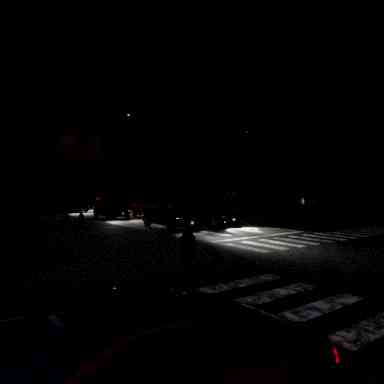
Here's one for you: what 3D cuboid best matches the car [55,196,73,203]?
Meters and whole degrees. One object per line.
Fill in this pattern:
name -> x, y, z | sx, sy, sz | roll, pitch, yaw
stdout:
car -> -25.030, 1.439, 65.087 | 2.033, 1.411, 5.357 | 0, 0, -36

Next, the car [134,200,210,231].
car -> -1.415, 1.469, 20.695 | 2.128, 1.511, 4.902 | 0, 0, -36

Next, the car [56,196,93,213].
car -> -13.120, 1.494, 37.003 | 2.033, 1.411, 5.357 | 0, 0, -36

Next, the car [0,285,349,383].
car -> -0.675, 1.564, 2.564 | 4.181, 1.385, 1.994 | 0, 0, -33

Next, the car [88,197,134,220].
car -> -6.903, 1.468, 28.344 | 1.837, 1.490, 4.892 | 0, 0, -36

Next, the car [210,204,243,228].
car -> 1.439, 1.538, 22.291 | 1.994, 1.385, 4.181 | 0, 0, -36

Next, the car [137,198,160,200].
car -> -3.545, 1.313, 29.238 | 2.097, 1.767, 4.553 | 0, 0, -36

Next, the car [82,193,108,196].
car -> -14.381, 1.138, 50.251 | 2.150, 2.045, 5.566 | 0, 0, -36
